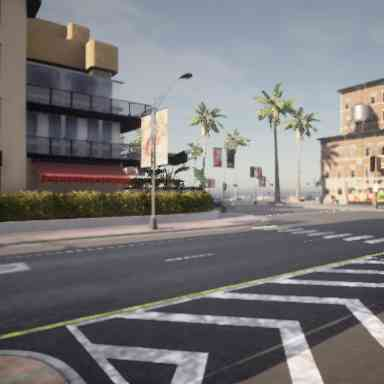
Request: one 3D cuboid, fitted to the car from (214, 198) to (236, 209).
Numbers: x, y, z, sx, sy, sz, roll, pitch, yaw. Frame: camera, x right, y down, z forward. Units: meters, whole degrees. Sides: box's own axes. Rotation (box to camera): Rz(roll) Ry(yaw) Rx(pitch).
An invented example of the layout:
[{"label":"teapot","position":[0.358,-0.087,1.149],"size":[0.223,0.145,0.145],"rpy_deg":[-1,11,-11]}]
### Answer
[{"label":"car","position":[4.100,1.530,46.435],"size":[2.128,1.511,4.902],"rpy_deg":[0,0,-35]}]
